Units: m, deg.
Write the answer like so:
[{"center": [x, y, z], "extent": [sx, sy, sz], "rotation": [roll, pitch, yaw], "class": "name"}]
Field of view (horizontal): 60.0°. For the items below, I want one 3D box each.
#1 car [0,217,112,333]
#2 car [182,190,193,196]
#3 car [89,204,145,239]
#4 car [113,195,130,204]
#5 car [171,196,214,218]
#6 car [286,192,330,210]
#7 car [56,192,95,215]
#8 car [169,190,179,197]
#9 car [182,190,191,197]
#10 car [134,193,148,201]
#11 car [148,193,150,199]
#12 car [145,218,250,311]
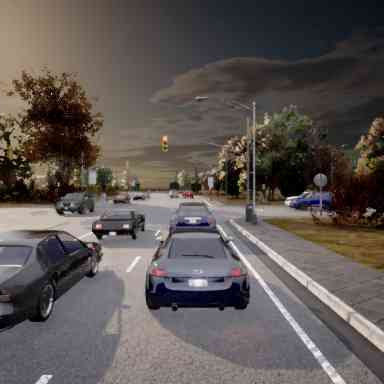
[{"center": [-3.423, 1.527, 7.106], "extent": [2.033, 1.411, 5.357], "rotation": [0, 0, -1], "class": "car"}, {"center": [-0.845, 0.561, 83.517], "extent": [2.150, 2.045, 5.566], "rotation": [0, 1, -4], "class": "car"}, {"center": [-3.492, 1.517, 16.750], "extent": [1.895, 1.301, 4.718], "rotation": [0, 0, -1], "class": "car"}, {"center": [-10.857, 1.148, 51.527], "extent": [1.882, 1.535, 5.008], "rotation": [0, 0, 1], "class": "car"}, {"center": [0.029, 1.270, 16.431], "extent": [2.097, 1.767, 4.553], "rotation": [0, 0, 0], "class": "car"}, {"center": [13.988, 0.991, 37.509], "extent": [5.566, 2.045, 2.150], "rotation": [0, 0, -3], "class": "car"}, {"center": [-10.738, 1.036, 31.152], "extent": [2.150, 2.045, 5.566], "rotation": [0, 0, 0], "class": "car"}, {"center": [-4.394, 0.882, 84.193], "extent": [1.994, 1.385, 4.181], "rotation": [0, 1, -4], "class": "car"}, {"center": [-1.671, 0.388, 94.164], "extent": [2.097, 1.767, 4.553], "rotation": [0, 1, -7], "class": "car"}, {"center": [-10.857, 1.125, 68.708], "extent": [1.895, 1.301, 4.718], "rotation": [0, 1, -1], "class": "car"}, {"center": [-11.216, 0.907, 80.640], "extent": [2.128, 1.511, 4.902], "rotation": [0, 1, -2], "class": "car"}, {"center": [0.074, 1.540, 7.798], "extent": [1.994, 1.385, 4.181], "rotation": [0, 0, -1], "class": "car"}]
